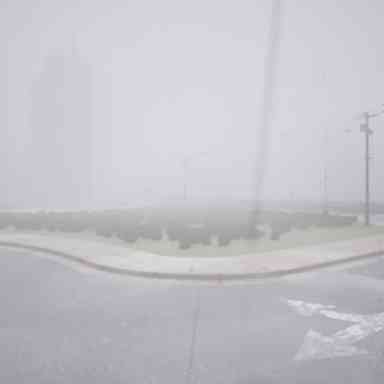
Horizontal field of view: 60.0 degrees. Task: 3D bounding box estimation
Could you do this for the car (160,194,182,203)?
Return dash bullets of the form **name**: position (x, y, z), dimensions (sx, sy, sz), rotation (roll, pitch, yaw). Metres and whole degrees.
- **car**: position (-4.154, 1.333, 65.819), dimensions (2.150, 2.045, 5.566), rotation (0, 0, -35)
